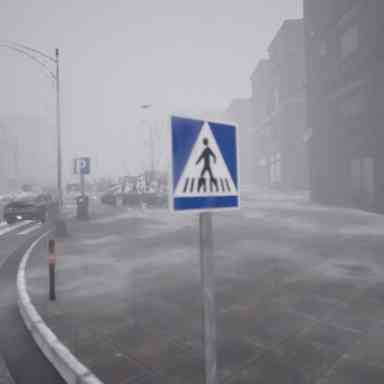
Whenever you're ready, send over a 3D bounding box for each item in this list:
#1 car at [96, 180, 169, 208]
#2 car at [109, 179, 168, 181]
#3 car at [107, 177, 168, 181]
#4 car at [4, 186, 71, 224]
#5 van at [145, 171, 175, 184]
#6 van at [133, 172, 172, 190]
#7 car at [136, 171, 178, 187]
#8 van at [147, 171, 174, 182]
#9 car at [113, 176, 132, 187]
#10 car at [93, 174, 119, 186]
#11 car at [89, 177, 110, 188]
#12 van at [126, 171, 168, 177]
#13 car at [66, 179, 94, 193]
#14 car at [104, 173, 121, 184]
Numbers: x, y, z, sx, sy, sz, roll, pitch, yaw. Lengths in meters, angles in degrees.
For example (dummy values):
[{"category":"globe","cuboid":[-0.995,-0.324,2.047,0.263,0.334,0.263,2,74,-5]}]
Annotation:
[{"category":"car","cuboid":[-3.962,0.198,23.531,4.892,1.521,2.231,-2,4,-22]},{"category":"car","cuboid":[-4.092,0.004,26.565,4.674,1.452,2.002,-2,5,-22]},{"category":"car","cuboid":[-4.406,-0.264,29.523,5.366,1.575,1.946,-2,5,-22]},{"category":"car","cuboid":[-8.385,0.751,18.081,1.837,1.490,4.892,-2,5,-6]},{"category":"van","cuboid":[-5.259,-2.356,53.896,4.442,1.987,1.878,-2,4,-22]},{"category":"van","cuboid":[-4.907,-1.417,41.664,4.442,1.987,1.878,-2,5,-22]},{"category":"car","cuboid":[-5.058,-1.913,47.792,5.566,2.045,2.435,-2,5,-22]},{"category":"van","cuboid":[-5.752,-2.811,59.865,4.442,1.987,1.878,-2,5,-22]},{"category":"car","cuboid":[-10.143,-1.556,49.012,1.994,1.385,4.181,-2,5,-2]},{"category":"car","cuboid":[-9.576,-0.993,38.861,2.097,1.767,4.553,-2,5,-2]},{"category":"car","cuboid":[-13.365,-1.393,48.373,1.895,1.301,4.718,-2,4,-3]},{"category":"van","cuboid":[-4.271,-0.730,32.659,4.442,1.987,1.878,-2,4,-22]},{"category":"car","cuboid":[-12.780,-0.722,37.953,1.882,1.535,5.008,-2,4,-3]},{"category":"car","cuboid":[-13.834,-2.404,58.317,2.097,1.767,4.553,-2,4,-3]}]
